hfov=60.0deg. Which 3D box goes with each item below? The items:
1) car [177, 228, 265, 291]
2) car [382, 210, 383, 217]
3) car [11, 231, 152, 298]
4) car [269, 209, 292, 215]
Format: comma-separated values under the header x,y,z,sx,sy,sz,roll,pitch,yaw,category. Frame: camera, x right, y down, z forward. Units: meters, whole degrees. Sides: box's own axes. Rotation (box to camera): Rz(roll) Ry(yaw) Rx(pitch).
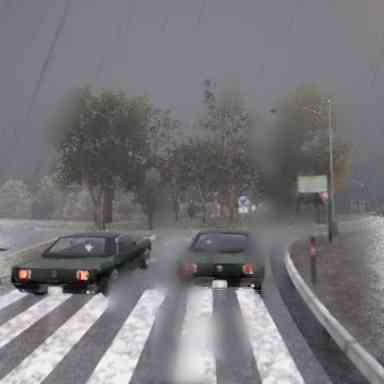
x,y,z,sx,sy,sz,roll,pitch,yaw,category
0.907,1.658,9.200,1.895,1.301,4.718,-1,0,8,car
23.473,2.366,38.959,1.895,1.301,4.718,-2,-3,26,car
-2.444,1.692,8.806,1.895,1.301,4.718,-1,-1,7,car
18.911,4.431,71.437,4.892,1.490,1.837,-4,-6,41,car
